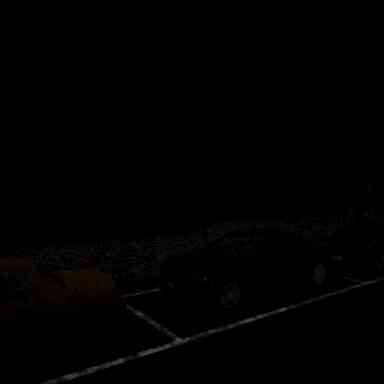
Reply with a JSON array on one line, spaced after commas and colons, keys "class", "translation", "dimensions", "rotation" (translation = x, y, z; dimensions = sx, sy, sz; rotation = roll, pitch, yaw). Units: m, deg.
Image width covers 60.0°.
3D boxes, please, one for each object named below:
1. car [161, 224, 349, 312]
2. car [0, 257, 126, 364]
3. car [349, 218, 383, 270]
[{"class": "car", "translation": [1.423, 1.537, 7.664], "dimensions": [4.507, 1.381, 1.887], "rotation": [0, 0, -35]}, {"class": "car", "translation": [-3.305, 1.525, 4.292], "dimensions": [4.829, 1.417, 1.752], "rotation": [0, 0, -35]}, {"class": "car", "translation": [6.011, 1.551, 10.937], "dimensions": [4.313, 1.339, 1.947], "rotation": [0, 0, -35]}]
